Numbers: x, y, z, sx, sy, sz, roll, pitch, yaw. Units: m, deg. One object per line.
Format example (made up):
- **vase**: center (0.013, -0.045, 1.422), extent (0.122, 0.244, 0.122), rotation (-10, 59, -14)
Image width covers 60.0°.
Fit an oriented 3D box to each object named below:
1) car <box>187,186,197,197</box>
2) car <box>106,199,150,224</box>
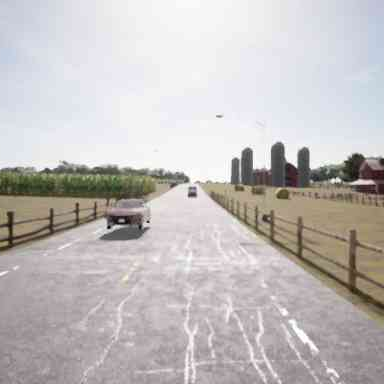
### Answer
- **car**: center (0.073, 0.202, 67.660), extent (1.882, 1.535, 5.008), rotation (0, 2, 0)
- **car**: center (-3.482, 1.118, 18.972), extent (1.882, 1.535, 5.008), rotation (0, 1, 0)
